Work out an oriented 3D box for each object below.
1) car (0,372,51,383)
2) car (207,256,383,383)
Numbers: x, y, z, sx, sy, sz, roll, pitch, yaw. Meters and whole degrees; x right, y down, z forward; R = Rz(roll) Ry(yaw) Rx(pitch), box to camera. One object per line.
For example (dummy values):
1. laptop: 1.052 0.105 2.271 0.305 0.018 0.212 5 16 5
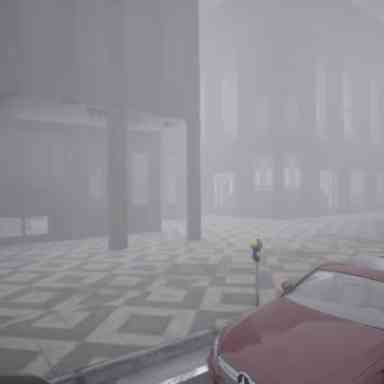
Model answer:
1. car: -2.474 1.582 0.772 4.313 1.339 1.947 -1 1 -35
2. car: 2.126 1.526 4.030 4.206 1.307 1.802 -1 1 -35
